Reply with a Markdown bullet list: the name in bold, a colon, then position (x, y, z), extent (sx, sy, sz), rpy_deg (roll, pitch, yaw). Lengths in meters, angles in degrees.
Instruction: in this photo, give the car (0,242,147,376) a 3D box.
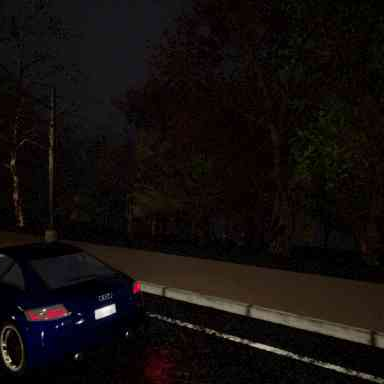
- **car**: position (-2.763, 1.563, 5.638), extent (4.181, 1.385, 1.994), rpy_deg (0, 0, 37)
